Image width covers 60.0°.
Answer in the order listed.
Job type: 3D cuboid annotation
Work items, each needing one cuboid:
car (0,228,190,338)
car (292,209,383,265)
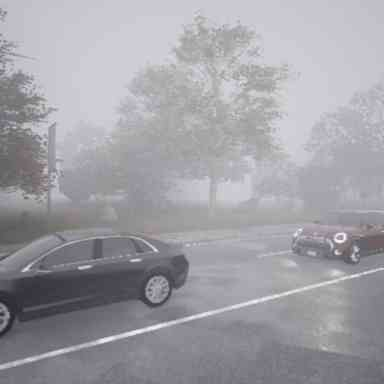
[{"bbox_3d":[-2.326,1.522,6.546,4.892,1.490,1.837,1,0,-35],"label":"car"},{"bbox_3d":[5.780,1.461,12.293,4.553,1.767,2.097,1,0,-36],"label":"car"}]
